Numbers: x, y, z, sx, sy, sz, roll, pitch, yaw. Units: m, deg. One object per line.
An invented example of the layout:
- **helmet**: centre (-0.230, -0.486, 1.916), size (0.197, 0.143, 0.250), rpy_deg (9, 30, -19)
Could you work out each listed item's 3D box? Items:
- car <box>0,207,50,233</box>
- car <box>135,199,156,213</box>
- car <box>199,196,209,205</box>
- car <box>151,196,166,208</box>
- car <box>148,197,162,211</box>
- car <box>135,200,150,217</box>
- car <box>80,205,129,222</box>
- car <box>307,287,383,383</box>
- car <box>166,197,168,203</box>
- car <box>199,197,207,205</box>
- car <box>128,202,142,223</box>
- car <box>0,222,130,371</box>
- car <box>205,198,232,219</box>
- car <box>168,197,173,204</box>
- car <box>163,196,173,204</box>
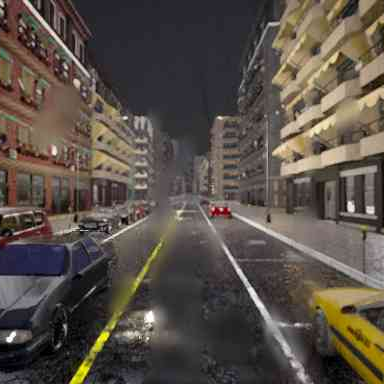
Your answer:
- **car**: centre (-5.314, 1.354, 8.556), size (2.192, 1.841, 5.009), rpy_deg (1, 0, 0)
- **car**: centre (-5.351, 1.747, 36.300), size (1.802, 1.307, 4.206), rpy_deg (1, 0, 0)
- **car**: centre (2.492, 1.753, 69.625), size (1.967, 1.590, 4.097), rpy_deg (1, 0, 0)
- **car**: centre (-5.360, 1.529, 47.399), size (2.192, 1.841, 5.009), rpy_deg (1, 0, 0)
- **car**: centre (-5.357, 1.741, 41.849), size (2.008, 1.369, 4.403), rpy_deg (1, 0, 0)
- **car**: centre (-5.344, 1.722, 30.751), size (1.802, 1.307, 4.206), rpy_deg (1, 0, 0)
- **car**: centre (-5.330, 1.641, 19.653), size (2.008, 1.369, 4.403), rpy_deg (1, 0, 0)
- **car**: centre (2.570, 1.541, 3.206), size (1.752, 1.417, 4.829), rpy_deg (1, 0, 0)
- **car**: centre (-5.370, 1.805, 52.947), size (1.947, 1.339, 4.313), rpy_deg (1, 0, 0)
- **car**: centre (2.497, 1.870, 64.076), size (1.802, 1.307, 4.206), rpy_deg (1, 0, 0)
- **car**: centre (-5.337, 1.681, 25.202), size (1.947, 1.339, 4.313), rpy_deg (1, 0, 0)
- **car**: centre (-2.758, 1.577, 6.352), size (2.033, 1.411, 5.357), rpy_deg (0, 0, 0)
- **car**: centre (2.538, 1.582, 30.782), size (1.967, 1.590, 4.097), rpy_deg (1, 0, 0)
- **car**: centre (-5.395, 1.893, 69.593), size (1.802, 1.307, 4.206), rpy_deg (1, 0, 0)
- **car**: centre (-5.404, 1.776, 75.143), size (1.967, 1.590, 4.097), rpy_deg (1, 0, 0)
